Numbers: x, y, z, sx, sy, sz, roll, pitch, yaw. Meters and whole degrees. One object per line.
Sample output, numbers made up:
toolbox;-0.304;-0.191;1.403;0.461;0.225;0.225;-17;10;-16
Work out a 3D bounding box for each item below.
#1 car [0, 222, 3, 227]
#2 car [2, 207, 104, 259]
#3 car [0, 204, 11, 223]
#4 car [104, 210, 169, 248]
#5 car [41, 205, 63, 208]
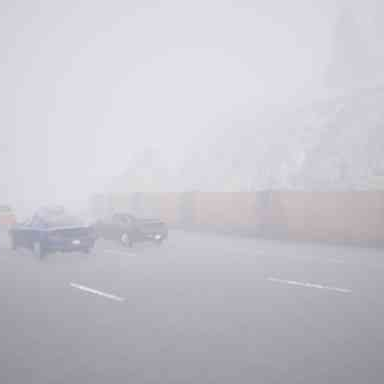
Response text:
car;-8.079;1.620;10.714;2.128;1.511;4.902;0;0;-44
car;-5.747;1.609;13.345;1.882;1.535;5.008;0;0;-44
car;-13.356;1.596;22.738;2.097;1.767;4.553;0;-1;-33
car;-3.132;1.638;15.668;1.837;1.490;4.892;0;0;-44
car;-10.547;1.736;24.851;2.128;1.511;4.902;0;0;-33
